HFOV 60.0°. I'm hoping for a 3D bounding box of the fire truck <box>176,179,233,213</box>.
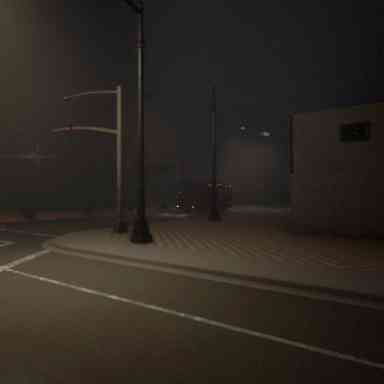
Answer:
[{"bbox_3d":[1.698,0.468,40.467,2.891,3.827,8.468,0,0,36],"label":"fire truck"}]
